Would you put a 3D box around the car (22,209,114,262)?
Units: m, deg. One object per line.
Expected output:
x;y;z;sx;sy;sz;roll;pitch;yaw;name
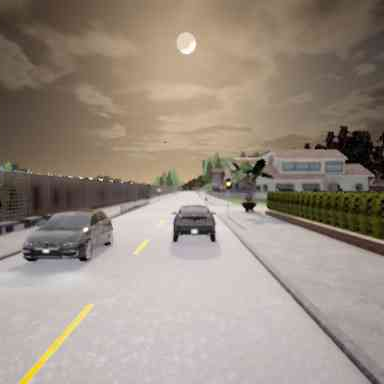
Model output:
-4.082;1.389;11.746;1.837;1.490;4.892;0;0;0;car

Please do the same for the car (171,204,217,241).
0.098;1.345;15.602;1.837;1.490;4.892;0;-1;0;car
